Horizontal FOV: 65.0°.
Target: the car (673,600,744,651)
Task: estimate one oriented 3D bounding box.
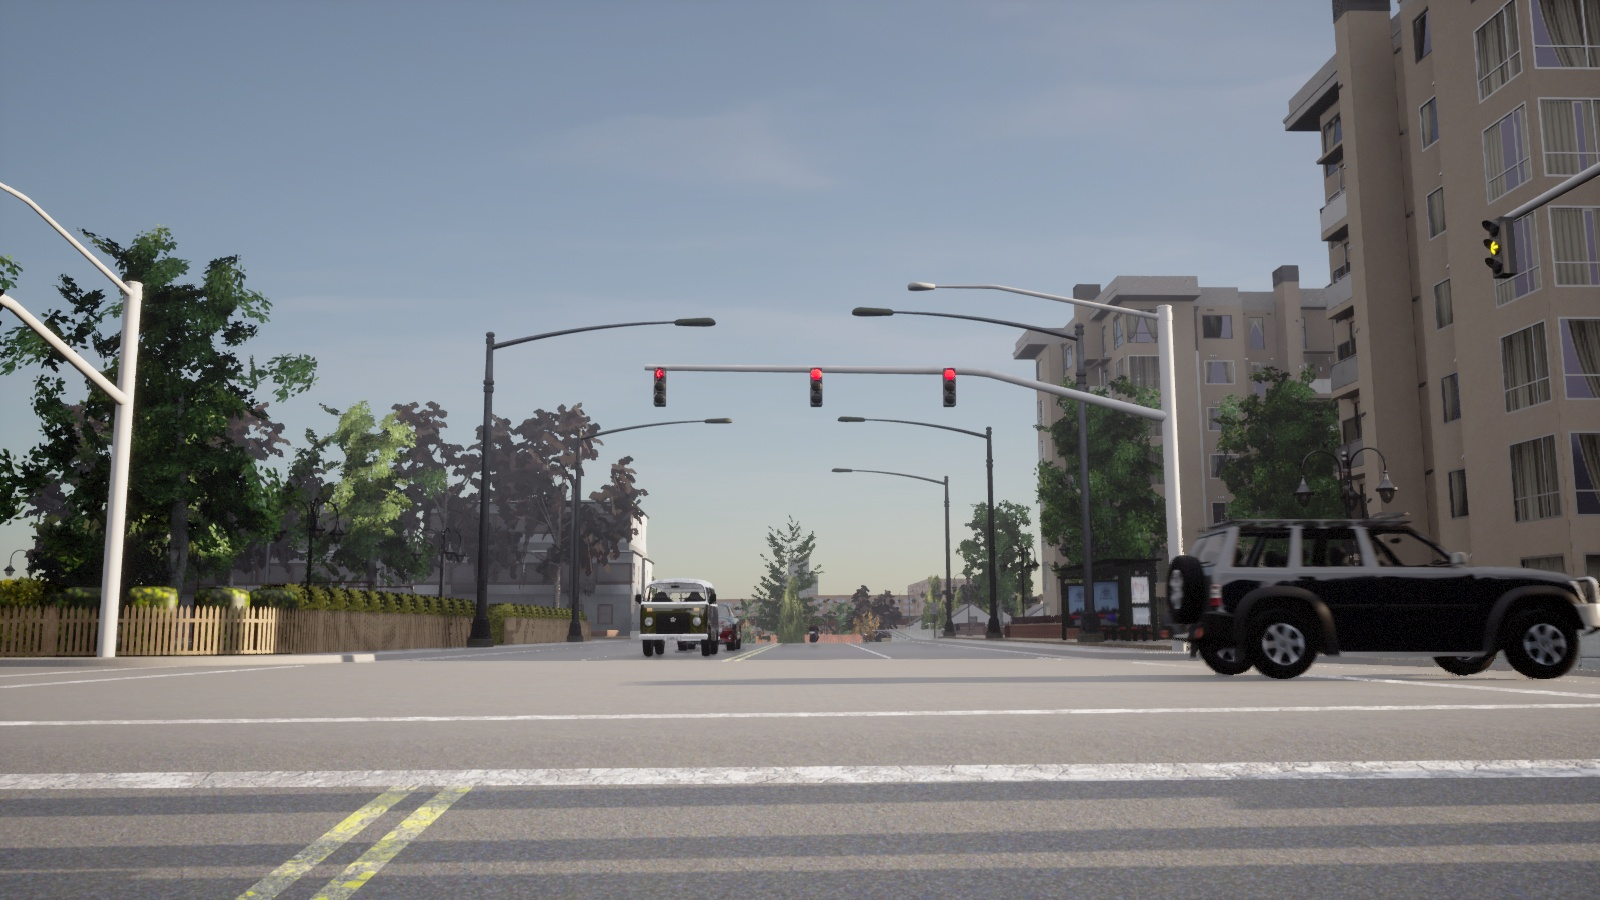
[{"bbox_3d":[-3.066,6.025,43.031,2.033,1.649,4.856,0,-8,0],"label":"car"}]

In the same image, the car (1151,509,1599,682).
[{"bbox_3d":[6.677,1.715,14.570,4.605,1.855,1.932,0,-9,0],"label":"car"}]

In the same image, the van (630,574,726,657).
[{"bbox_3d":[-3.161,4.443,33.520,2.069,2.038,4.480,0,-8,1],"label":"van"}]
